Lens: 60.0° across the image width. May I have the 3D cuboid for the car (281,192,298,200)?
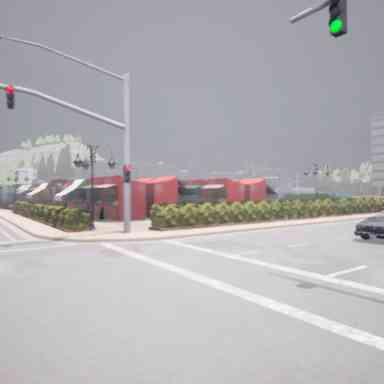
[{"bbox_3d":[22.333,1.042,73.678,1.970,1.475,3.806,0,0,-35],"label":"car"}]

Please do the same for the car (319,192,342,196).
[{"bbox_3d":[21.764,0.868,54.757,1.932,1.855,4.605,0,0,-35],"label":"car"}]

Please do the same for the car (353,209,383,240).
[{"bbox_3d":[9.550,1.401,15.101,5.357,1.411,2.033,0,0,-35],"label":"car"}]
